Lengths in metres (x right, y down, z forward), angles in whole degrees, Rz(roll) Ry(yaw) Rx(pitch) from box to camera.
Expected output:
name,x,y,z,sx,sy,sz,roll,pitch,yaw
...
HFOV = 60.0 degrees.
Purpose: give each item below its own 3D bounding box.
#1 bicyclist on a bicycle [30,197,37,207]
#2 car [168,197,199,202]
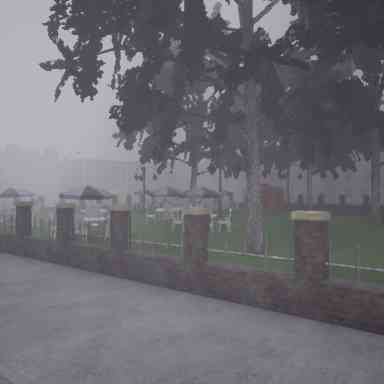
name,x,y,z,sx,sy,sz,roll,pitch,yaw
bicyclist on a bicycle,-15.885,1.338,33.261,1.656,1.620,0.582,0,0,35
car,-1.496,1.253,59.275,5.566,2.045,2.150,0,0,3
